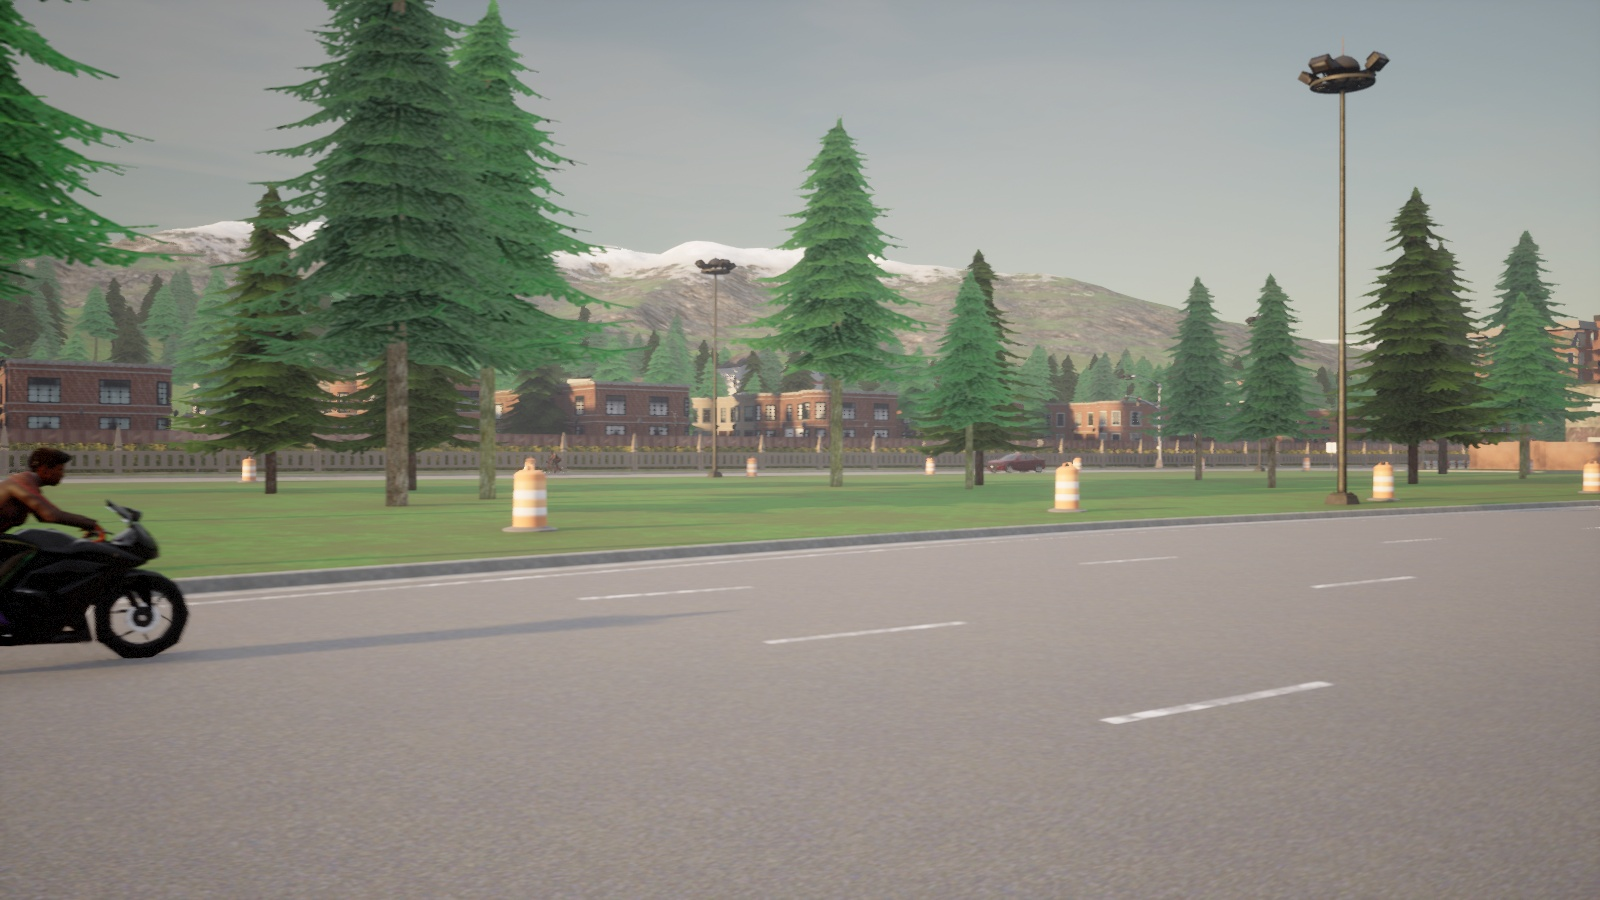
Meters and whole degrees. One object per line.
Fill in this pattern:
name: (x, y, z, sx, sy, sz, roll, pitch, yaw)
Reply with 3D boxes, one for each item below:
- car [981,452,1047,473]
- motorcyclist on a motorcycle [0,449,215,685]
car: (16.098, 0.921, 94.214, 5.008, 1.535, 1.882, 0, 0, -35)
motorcyclist on a motorcycle: (-5.182, 0.759, 8.581, 2.044, 1.523, 0.797, 0, 0, -35)
